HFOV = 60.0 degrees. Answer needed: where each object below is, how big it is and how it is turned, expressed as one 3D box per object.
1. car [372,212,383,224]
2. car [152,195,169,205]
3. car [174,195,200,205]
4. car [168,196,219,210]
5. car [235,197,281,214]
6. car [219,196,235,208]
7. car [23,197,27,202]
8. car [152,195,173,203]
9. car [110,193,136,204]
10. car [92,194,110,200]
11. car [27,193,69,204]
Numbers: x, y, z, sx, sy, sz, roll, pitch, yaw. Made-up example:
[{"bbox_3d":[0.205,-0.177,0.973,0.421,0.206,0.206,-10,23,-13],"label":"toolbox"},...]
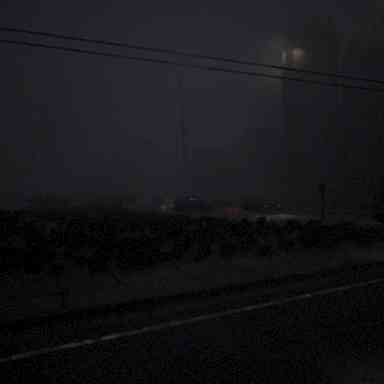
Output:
[{"bbox_3d":[14.054,1.600,20.783,1.895,1.301,4.718,0,0,-28],"label":"car"},{"bbox_3d":[-4.793,1.415,54.132,1.895,1.301,4.718,0,0,-29],"label":"car"},{"bbox_3d":[-0.861,1.322,54.487,2.128,1.511,4.902,0,0,-29],"label":"car"},{"bbox_3d":[0.207,1.369,36.892,4.611,1.667,2.242,0,0,-29],"label":"car"},{"bbox_3d":[6.847,1.281,33.562,2.097,1.767,4.553,0,0,-30],"label":"car"},{"bbox_3d":[4.157,1.357,45.745,1.882,1.535,5.008,0,0,-30],"label":"car"},{"bbox_3d":[-29.399,1.199,62.107,3.905,1.438,1.784,0,0,-29],"label":"car"},{"bbox_3d":[-5.576,1.277,62.603,2.128,1.511,4.902,0,0,-30],"label":"car"},{"bbox_3d":[-11.664,1.084,57.986,3.866,1.878,1.905,0,0,-29],"label":"car"},{"bbox_3d":[-18.773,1.211,69.457,4.193,1.474,1.816,0,0,-29],"label":"car"},{"bbox_3d":[-18.216,1.098,42.605,4.605,1.855,1.932,0,0,-29],"label":"car"}]
